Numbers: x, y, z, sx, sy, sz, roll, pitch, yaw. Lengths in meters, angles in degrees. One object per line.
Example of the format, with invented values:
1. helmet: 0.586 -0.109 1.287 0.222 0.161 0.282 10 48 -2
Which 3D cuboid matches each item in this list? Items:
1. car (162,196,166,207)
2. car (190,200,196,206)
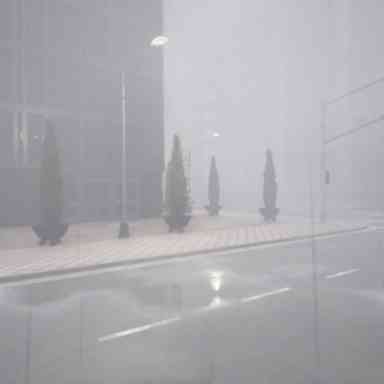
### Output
1. car: -4.155 1.372 48.749 1.837 1.490 4.892 -1 0 -36
2. car: -1.253 1.405 50.710 1.994 1.385 4.181 -1 0 -36
